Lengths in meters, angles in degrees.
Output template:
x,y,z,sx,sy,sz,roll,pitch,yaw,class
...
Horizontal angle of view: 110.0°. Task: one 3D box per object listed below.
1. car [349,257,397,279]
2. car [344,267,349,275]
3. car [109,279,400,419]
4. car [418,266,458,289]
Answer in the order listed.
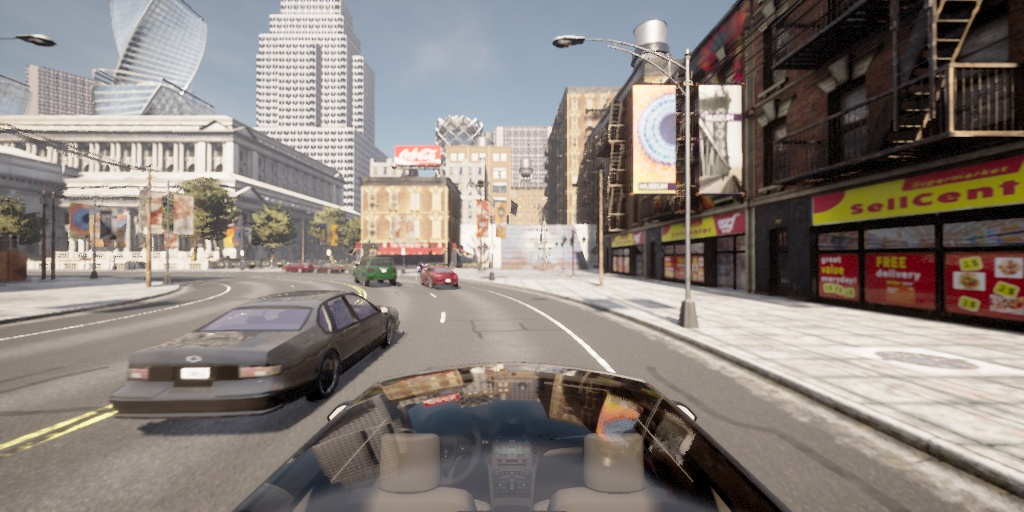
x,y,z,sx,sy,sz,roll,pitch,yaw,class
-10.349,1.129,26.951,2.150,2.045,5.566,0,0,-34,car
-14.902,1.516,37.050,5.357,1.411,2.033,0,0,41,car
-3.540,1.326,6.369,2.033,1.411,5.357,0,0,-3,car
-5.134,1.419,24.908,1.812,1.442,4.674,0,-1,-27,car
